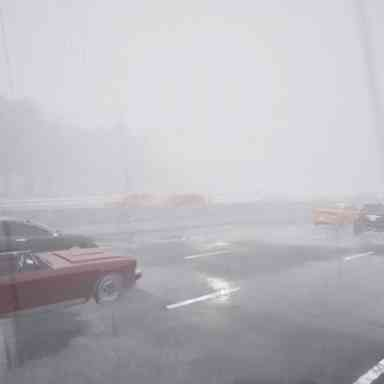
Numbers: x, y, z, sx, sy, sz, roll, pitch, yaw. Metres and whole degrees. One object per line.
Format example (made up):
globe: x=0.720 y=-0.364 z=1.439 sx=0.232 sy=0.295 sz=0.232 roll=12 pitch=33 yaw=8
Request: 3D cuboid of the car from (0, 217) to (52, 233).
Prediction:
car: x=-5.042 y=1.457 z=9.293 sx=4.892 sy=1.490 sz=1.837 roll=0 pitch=0 yaw=-40

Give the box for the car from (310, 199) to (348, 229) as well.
car: x=9.712 y=1.461 z=21.639 sx=5.008 sy=1.535 sz=1.882 roll=0 pitch=0 yaw=-40

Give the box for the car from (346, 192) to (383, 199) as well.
car: x=25.281 y=1.097 z=48.738 sx=5.566 sy=2.045 sz=2.150 roll=0 pitch=1 yaw=-40

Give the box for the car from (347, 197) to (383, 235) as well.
car: x=10.546 y=1.350 z=17.769 sx=4.553 sy=1.767 sz=2.097 roll=0 pitch=0 yaw=-40

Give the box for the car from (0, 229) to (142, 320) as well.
car: x=-3.338 y=1.569 z=6.156 sx=4.718 sy=1.301 sz=1.895 roll=0 pitch=0 yaw=-40

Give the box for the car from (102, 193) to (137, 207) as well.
car: x=-5.772 y=1.097 z=31.731 sx=5.566 sy=2.045 sz=2.150 roll=-1 pitch=1 yaw=-40

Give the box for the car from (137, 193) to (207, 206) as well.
car: x=-1.214 y=1.145 z=26.435 sx=5.566 sy=2.045 sz=2.150 roll=0 pitch=0 yaw=-40

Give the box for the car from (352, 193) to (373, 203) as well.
car: x=33.091 y=1.121 z=64.527 sx=4.553 sy=1.767 sz=2.097 roll=0 pitch=0 yaw=-41

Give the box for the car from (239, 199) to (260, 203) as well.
car: x=8.294 y=1.514 z=43.571 sx=4.718 sy=1.301 sz=1.895 roll=0 pitch=0 yaw=-40

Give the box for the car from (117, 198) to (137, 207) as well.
car: x=-3.445 y=1.454 z=29.134 sx=5.357 sy=1.411 sz=2.033 roll=0 pitch=0 yaw=-40

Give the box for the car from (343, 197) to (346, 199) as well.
car: x=26.239 y=1.187 z=54.116 sx=4.553 sy=1.767 sz=2.097 roll=-1 pitch=1 yaw=-40

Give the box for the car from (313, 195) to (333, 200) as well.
car: x=21.126 y=1.316 z=54.393 sx=5.008 sy=1.535 sz=1.882 roll=-1 pitch=1 yaw=-40

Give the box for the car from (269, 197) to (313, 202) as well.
car: x=10.975 y=1.474 z=36.683 sx=4.674 sy=1.442 sz=1.812 roll=0 pitch=0 yaw=-40

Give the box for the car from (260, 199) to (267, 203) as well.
car: x=11.112 y=1.407 z=41.367 sx=5.008 sy=1.535 sz=1.882 roll=0 pitch=0 yaw=-40
